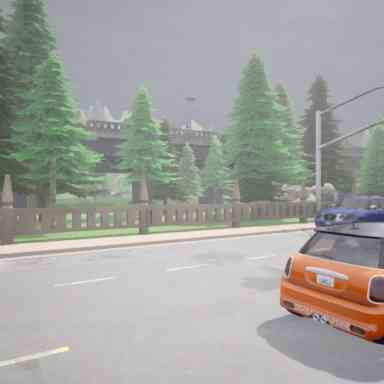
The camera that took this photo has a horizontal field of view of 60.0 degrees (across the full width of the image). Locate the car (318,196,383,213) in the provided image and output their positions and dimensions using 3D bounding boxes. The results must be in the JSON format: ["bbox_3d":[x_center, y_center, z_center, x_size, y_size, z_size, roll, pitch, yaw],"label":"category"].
[{"bbox_3d":[9.058,1.221,17.776,5.566,2.045,2.150,0,0,-31],"label":"car"}]

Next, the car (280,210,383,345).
[{"bbox_3d":[3.822,1.352,6.111,4.553,1.767,2.097,0,0,-31],"label":"car"}]
